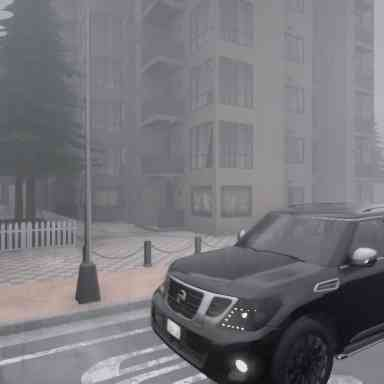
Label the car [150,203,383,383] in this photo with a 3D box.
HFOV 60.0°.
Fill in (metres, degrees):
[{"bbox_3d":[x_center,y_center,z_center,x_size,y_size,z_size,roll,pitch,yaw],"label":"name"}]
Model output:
[{"bbox_3d":[2.146,1.222,5.267,5.566,2.045,2.150,0,0,-31],"label":"car"}]
